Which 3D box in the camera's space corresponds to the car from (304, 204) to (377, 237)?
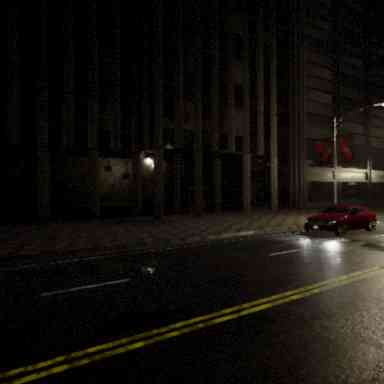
[{"bbox_3d":[7.795,1.383,17.245,4.674,1.442,1.812,-1,0,-36],"label":"car"}]
